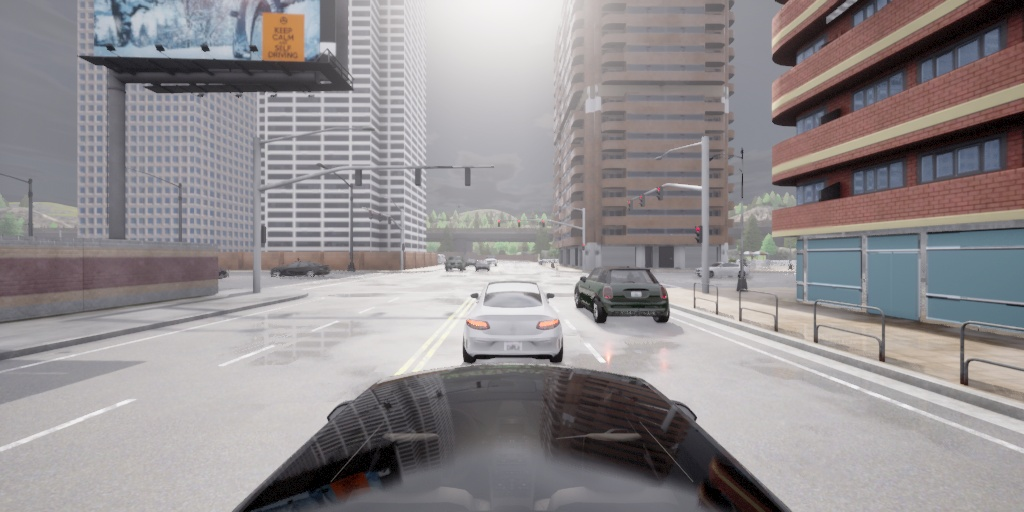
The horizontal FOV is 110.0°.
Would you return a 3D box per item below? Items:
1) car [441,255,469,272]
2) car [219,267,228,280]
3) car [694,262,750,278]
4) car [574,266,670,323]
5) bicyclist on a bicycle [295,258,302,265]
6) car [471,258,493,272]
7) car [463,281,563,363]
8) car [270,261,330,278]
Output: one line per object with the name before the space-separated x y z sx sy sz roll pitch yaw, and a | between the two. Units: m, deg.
car | -7.471 0.970 47.583 2.150 2.045 5.566 0 0 0
car | -25.983 1.101 29.287 4.553 1.767 2.097 0 0 0
car | 19.372 1.275 33.106 4.674 1.442 1.812 0 0 0
car | 3.494 1.102 12.236 2.097 1.767 4.553 0 0 0
bicyclist on a bicycle | -25.994 1.049 43.769 0.582 1.620 1.656 0 0 0
car | -3.853 1.296 47.160 2.033 1.411 5.357 0 0 -2
car | 0.014 1.275 8.019 1.812 1.442 4.674 0 0 0
car | -19.448 1.226 32.989 5.008 1.535 1.882 0 0 1
